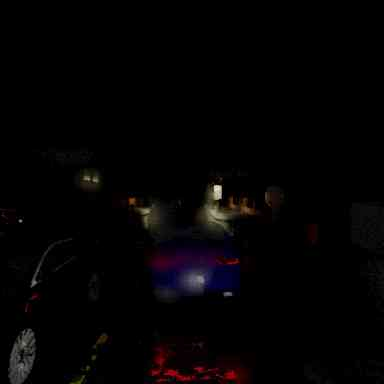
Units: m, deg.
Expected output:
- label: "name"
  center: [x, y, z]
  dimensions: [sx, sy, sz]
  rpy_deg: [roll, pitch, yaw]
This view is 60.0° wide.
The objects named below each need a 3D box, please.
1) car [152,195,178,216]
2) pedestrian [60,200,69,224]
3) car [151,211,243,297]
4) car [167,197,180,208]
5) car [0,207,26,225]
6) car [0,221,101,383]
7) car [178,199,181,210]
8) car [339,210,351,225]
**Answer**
- label: "car"
  center: [-2.801, 1.469, 33.914]
  dimensions: [2.097, 1.767, 4.553]
  rpy_deg: [0, 0, 0]
- label: "pedestrian"
  center: [-9.635, 1.454, 25.085]
  dimensions: [0.375, 1.860, 0.375]
  rpy_deg: [0, -1, 1]
- label: "car"
  center: [0.107, 1.492, 8.640]
  dimensions: [1.882, 1.535, 5.008]
  rpy_deg: [0, 0, 0]
- label: "car"
  center: [-2.935, 1.643, 53.899]
  dimensions: [2.097, 1.767, 4.553]
  rpy_deg: [0, -1, -2]
- label: "car"
  center: [-12.665, 1.367, 19.253]
  dimensions: [5.566, 2.045, 2.150]
  rpy_deg: [-1, -2, 1]
- label: "car"
  center: [-2.865, 1.499, 5.336]
  dimensions: [2.128, 1.511, 4.902]
  rpy_deg: [0, 0, 0]
- label: "car"
  center: [-2.800, 1.411, 43.724]
  dimensions: [2.150, 2.045, 5.566]
  rpy_deg: [0, 0, 0]
- label: "car"
  center: [12.288, 1.400, 21.850]
  dimensions: [5.008, 1.535, 1.882]
  rpy_deg: [-1, -2, 1]
